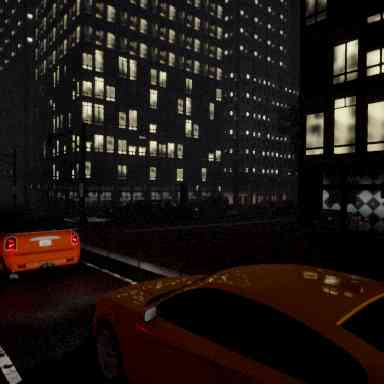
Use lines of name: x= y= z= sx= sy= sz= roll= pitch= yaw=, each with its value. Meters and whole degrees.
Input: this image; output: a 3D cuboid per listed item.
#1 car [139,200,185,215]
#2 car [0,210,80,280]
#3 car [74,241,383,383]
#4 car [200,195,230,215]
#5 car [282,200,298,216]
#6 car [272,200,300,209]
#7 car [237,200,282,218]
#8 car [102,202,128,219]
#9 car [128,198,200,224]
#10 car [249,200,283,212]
car: x=-3.227 y=1.648 z=36.635 sx=4.829 sy=1.417 sz=1.752 roll=1 pitch=0 yaw=-39
car: x=-5.189 y=1.347 z=10.304 sx=2.097 sy=1.767 sz=4.553 roll=0 pitch=0 yaw=-40
car: x=0.743 y=1.476 z=3.256 sx=1.882 sy=1.535 sz=5.008 roll=0 pitch=0 yaw=-40
car: x=1.883 y=1.424 z=37.430 sx=5.566 sy=2.045 sz=2.150 roll=1 pitch=1 yaw=-39
car: x=10.945 y=1.936 z=37.358 sx=4.206 sy=1.307 sz=1.802 roll=1 pitch=0 yaw=-39
car: x=14.404 y=1.882 z=50.968 sx=4.313 sy=1.339 sz=1.947 roll=1 pitch=0 yaw=-39
car: x=6.701 y=1.833 z=33.907 sx=4.829 sy=1.417 sz=1.752 roll=1 pitch=0 yaw=-39
car: x=-6.006 y=1.640 z=31.033 sx=4.674 sy=1.442 sz=1.812 roll=1 pitch=0 yaw=-38
car: x=-2.181 y=1.524 z=26.684 sx=5.009 sy=1.841 sz=2.192 roll=1 pitch=0 yaw=-39
car: x=9.768 y=1.815 z=43.838 sx=4.674 sy=1.442 sz=1.812 roll=1 pitch=1 yaw=-39
